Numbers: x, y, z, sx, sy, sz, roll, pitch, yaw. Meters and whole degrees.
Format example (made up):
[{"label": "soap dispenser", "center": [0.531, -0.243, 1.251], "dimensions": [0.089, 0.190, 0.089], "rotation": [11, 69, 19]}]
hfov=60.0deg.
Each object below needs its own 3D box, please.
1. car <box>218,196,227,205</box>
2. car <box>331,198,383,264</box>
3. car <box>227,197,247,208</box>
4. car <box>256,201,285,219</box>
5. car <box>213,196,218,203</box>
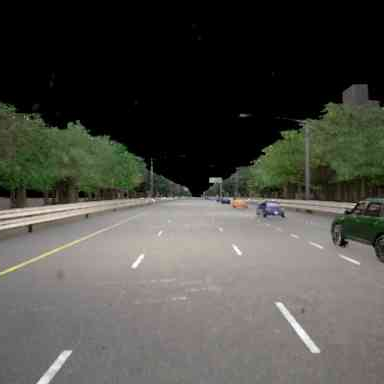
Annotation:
[{"label": "car", "center": [7.242, 1.959, 72.505], "dimensions": [1.882, 1.535, 5.008], "rotation": [0, -1, 0]}, {"label": "car", "center": [7.002, 1.228, 11.869], "dimensions": [2.150, 2.045, 5.566], "rotation": [0, 0, 0]}, {"label": "car", "center": [7.110, 1.562, 50.957], "dimensions": [2.097, 1.767, 4.553], "rotation": [0, -1, 0]}, {"label": "car", "center": [7.031, 1.579, 30.048], "dimensions": [1.812, 1.442, 4.674], "rotation": [0, 0, 0]}, {"label": "car", "center": [7.382, 2.209, 89.492], "dimensions": [1.837, 1.490, 4.892], "rotation": [0, -1, 1]}]
